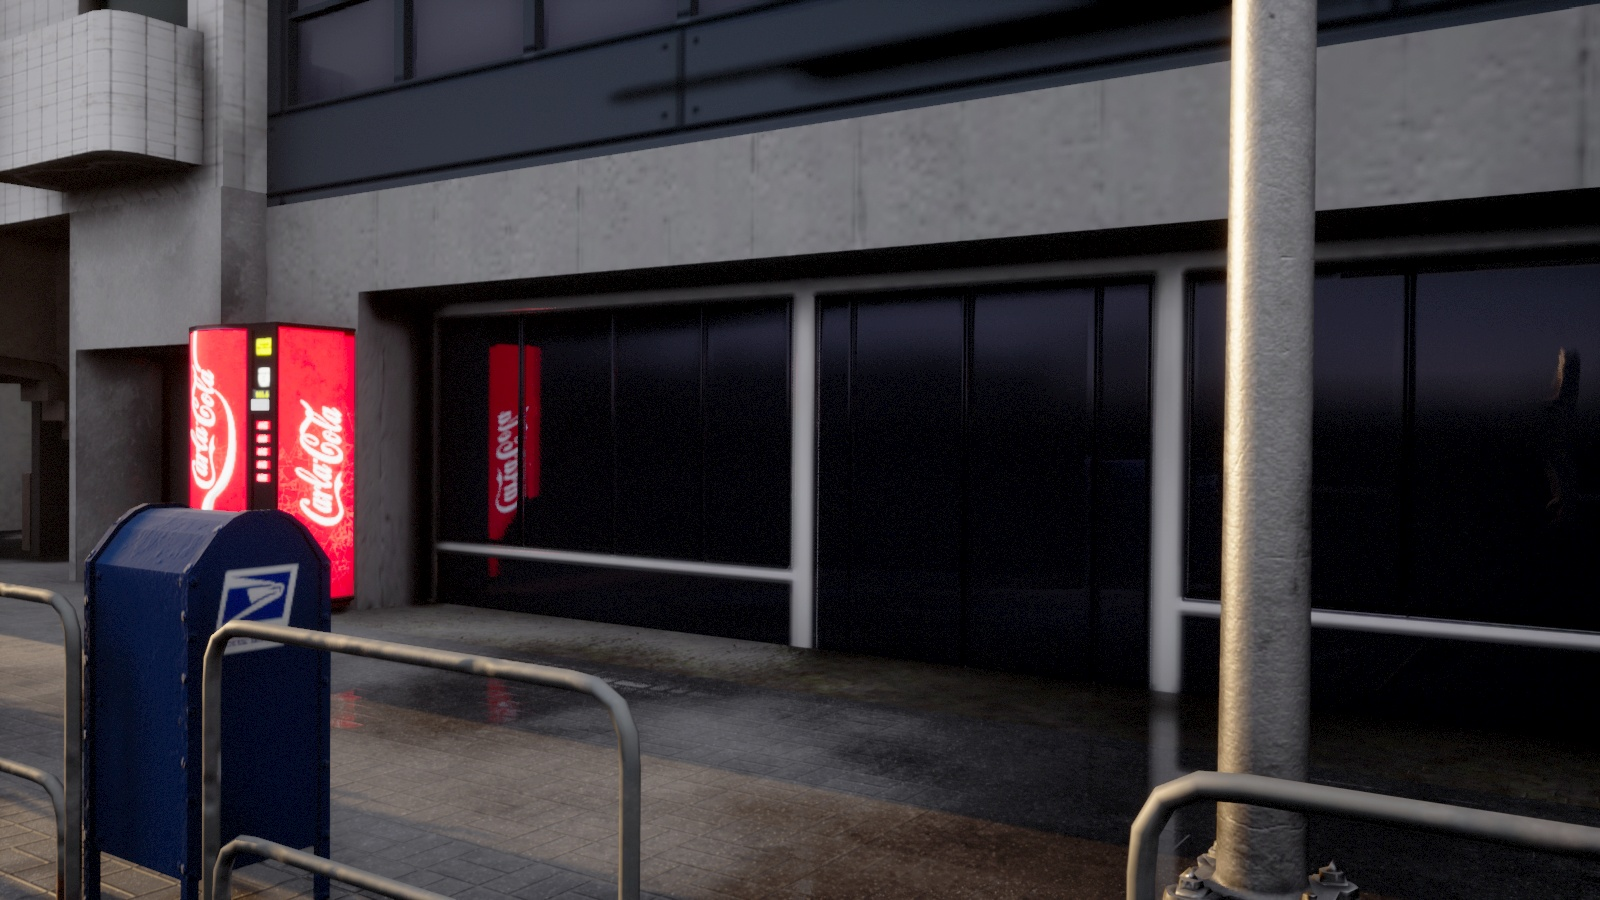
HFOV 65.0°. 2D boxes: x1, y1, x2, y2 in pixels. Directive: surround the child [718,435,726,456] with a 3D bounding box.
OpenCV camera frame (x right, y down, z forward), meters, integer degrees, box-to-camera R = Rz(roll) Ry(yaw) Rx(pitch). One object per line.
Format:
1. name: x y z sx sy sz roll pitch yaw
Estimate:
1. child: -4.622 -0.273 74.553 0.270 1.263 0.437 0 1 32
